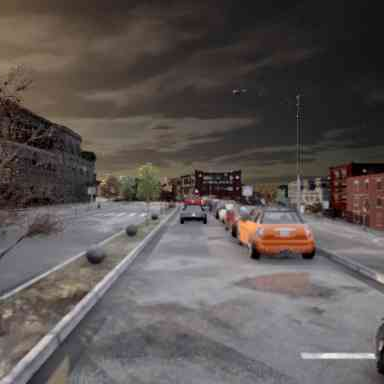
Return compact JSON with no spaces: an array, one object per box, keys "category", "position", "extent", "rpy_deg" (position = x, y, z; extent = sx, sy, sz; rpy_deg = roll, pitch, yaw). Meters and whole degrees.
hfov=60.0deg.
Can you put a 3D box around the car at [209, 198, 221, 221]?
[{"category":"car","position":[2.992,1.394,29.548],"extent":[2.185,1.767,4.553],"rpy_deg":[0,0,0]}]

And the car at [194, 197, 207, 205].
[{"category":"car","position":[1.788,1.799,68.318],"extent":[2.163,1.488,4.792],"rpy_deg":[0,0,-5]}]

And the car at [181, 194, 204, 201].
[{"category":"car","position":[0.078,1.296,42.572],"extent":[2.150,2.045,5.566],"rpy_deg":[0,0,0]}]

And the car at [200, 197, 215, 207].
[{"category":"car","position":[2.634,1.669,57.099],"extent":[2.097,1.535,5.008],"rpy_deg":[0,-1,-2]}]

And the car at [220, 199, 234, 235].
[{"category":"car","position":[2.994,1.369,18.378],"extent":[2.185,1.767,4.553],"rpy_deg":[0,0,0]}]

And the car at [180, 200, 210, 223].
[{"category":"car","position":[0.123,1.598,25.652],"extent":[1.994,1.385,4.181],"rpy_deg":[0,0,0]}]

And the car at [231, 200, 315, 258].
[{"category":"car","position":[2.994,1.360,12.858],"extent":[2.185,1.767,4.553],"rpy_deg":[0,0,0]}]

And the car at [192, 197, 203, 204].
[{"category":"car","position":[1.204,1.859,73.806],"extent":[2.002,1.452,4.674],"rpy_deg":[0,-1,-6]}]

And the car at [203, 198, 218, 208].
[{"category":"car","position":[2.867,1.659,51.556],"extent":[2.002,1.452,4.674],"rpy_deg":[0,0,-1]}]

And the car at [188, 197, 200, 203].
[{"category":"car","position":[0.515,1.870,79.184],"extent":[2.231,1.521,4.892],"rpy_deg":[0,-1,-7]}]

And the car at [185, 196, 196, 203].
[{"category":"car","position":[-0.327,1.815,84.758],"extent":[2.185,1.767,4.553],"rpy_deg":[0,-1,-9]}]

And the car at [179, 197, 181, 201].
[{"category":"car","position":[-1.266,1.782,90.290],"extent":[2.435,2.045,5.566],"rpy_deg":[0,-1,-10]}]

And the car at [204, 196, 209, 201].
[{"category":"car","position":[2.980,1.575,46.009],"extent":[2.231,1.521,4.892],"rpy_deg":[0,0,0]}]

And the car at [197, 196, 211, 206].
[{"category":"car","position":[2.285,1.593,62.613],"extent":[2.185,1.767,4.553],"rpy_deg":[0,-1,-4]}]

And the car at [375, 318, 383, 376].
[{"category":"car","position":[2.997,1.481,1.841],"extent":[2.231,1.521,4.892],"rpy_deg":[0,0,0]}]
